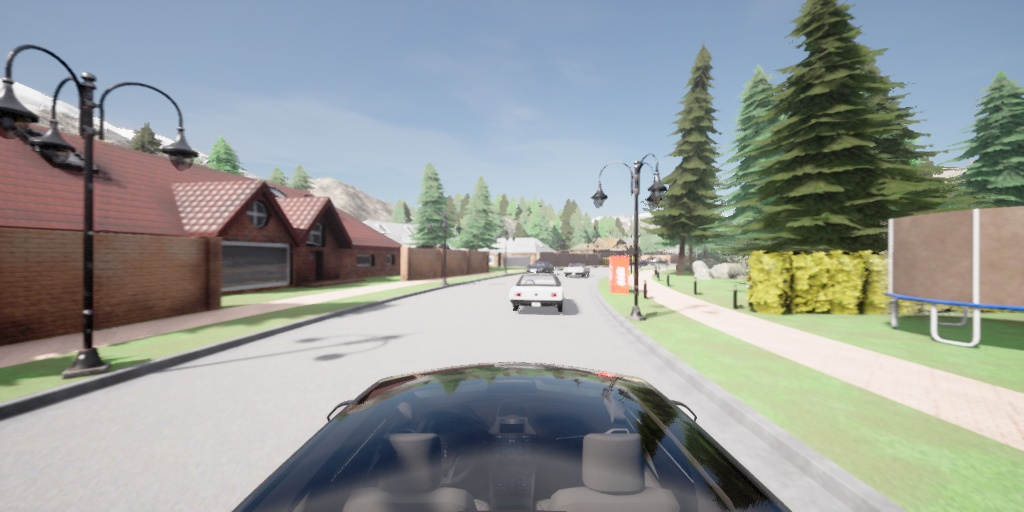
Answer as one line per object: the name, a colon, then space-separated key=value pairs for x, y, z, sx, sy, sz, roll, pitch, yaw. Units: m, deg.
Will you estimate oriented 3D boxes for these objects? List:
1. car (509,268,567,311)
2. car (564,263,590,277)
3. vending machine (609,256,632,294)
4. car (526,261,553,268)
car: x=1.125 y=1.353 z=14.385 sx=1.895 sy=1.301 sz=4.718 roll=0 pitch=0 yaw=8
car: x=6.528 y=1.369 z=35.333 sx=1.895 sy=1.301 sz=4.718 roll=0 pitch=0 yaw=21
vending machine: x=5.486 y=0.963 z=18.351 sx=1.100 sy=2.100 sz=0.880 roll=0 pitch=0 yaw=11
car: x=2.815 y=1.246 z=35.783 sx=2.128 sy=1.511 sz=4.902 roll=0 pitch=0 yaw=21
